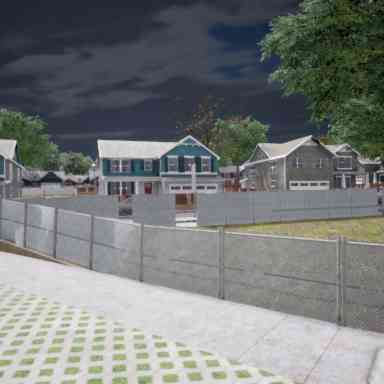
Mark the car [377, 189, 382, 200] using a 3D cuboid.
[{"bbox_3d":[17.479,0.415,29.485,4.892,1.490,1.837,-2,0,-15],"label":"car"}]

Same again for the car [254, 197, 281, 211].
[{"bbox_3d":[5.771,0.771,26.122,5.357,1.411,2.033,-2,0,-17],"label":"car"}]

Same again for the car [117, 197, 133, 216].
[{"bbox_3d":[-4.195,1.056,22.934,4.181,1.385,1.994,-2,0,-18],"label":"car"}]
